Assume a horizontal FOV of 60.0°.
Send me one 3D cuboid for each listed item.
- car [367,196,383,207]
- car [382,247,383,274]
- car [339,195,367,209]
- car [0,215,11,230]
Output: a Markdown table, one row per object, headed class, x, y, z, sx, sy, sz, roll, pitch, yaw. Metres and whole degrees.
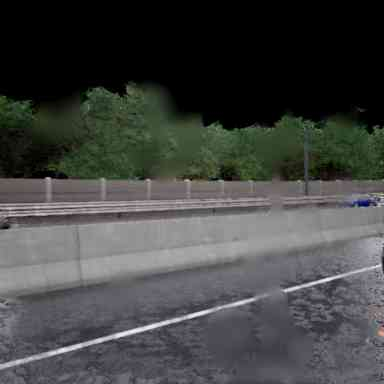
| class | x | y | z | sx | sy | sz | roll | pitch | yaw |
| --- | --- | --- | --- | --- | --- | --- | --- | --- | --- |
| car | 21.376 | 1.118 | 35.619 | 4.902 | 1.511 | 2.128 | -1 | 1 | -33 |
| car | 6.685 | 1.466 | 8.433 | 4.892 | 1.490 | 1.837 | 0 | 0 | -35 |
| car | 18.926 | 1.112 | 38.188 | 5.008 | 1.535 | 1.882 | -1 | 1 | -33 |
| car | -10.320 | 1.486 | 13.813 | 4.902 | 1.511 | 2.128 | 0 | 0 | -35 |
